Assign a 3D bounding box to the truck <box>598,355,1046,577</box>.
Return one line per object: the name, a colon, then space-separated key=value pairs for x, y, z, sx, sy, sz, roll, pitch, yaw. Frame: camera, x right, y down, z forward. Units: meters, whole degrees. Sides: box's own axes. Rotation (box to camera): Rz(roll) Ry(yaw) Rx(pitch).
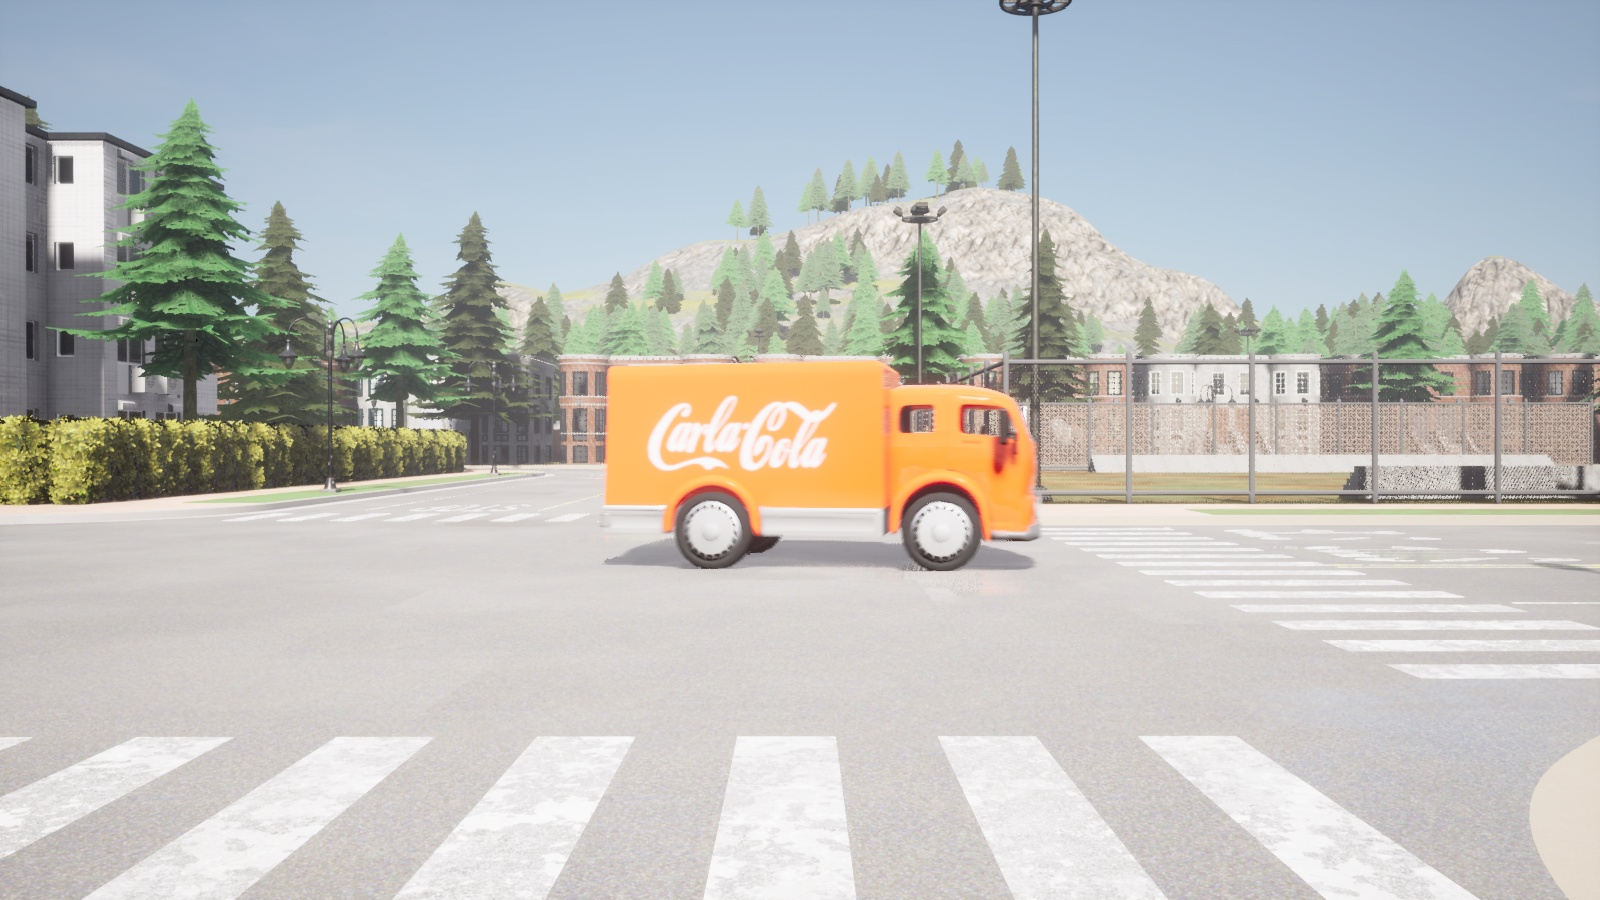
truck: x=0.396 y=0.171 z=15.718 sx=5.204 sy=2.467 sz=2.627 roll=0 pitch=0 yaw=10
